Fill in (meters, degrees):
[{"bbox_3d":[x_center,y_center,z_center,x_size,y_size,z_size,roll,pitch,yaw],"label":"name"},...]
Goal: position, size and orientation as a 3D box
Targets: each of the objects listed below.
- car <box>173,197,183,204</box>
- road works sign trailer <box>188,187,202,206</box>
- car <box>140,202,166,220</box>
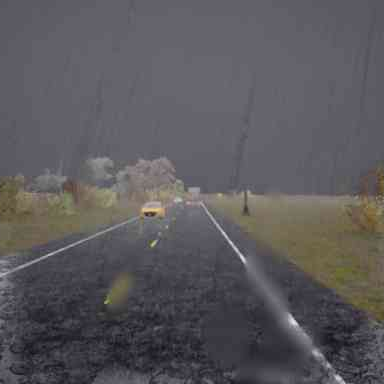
[{"bbox_3d":[-2.960,1.875,71.412,1.812,1.442,4.674,0,0,1],"label":"car"},{"bbox_3d":[0.421,0.789,61.490,2.380,3.560,2.880,0,0,0],"label":"road works sign trailer"},{"bbox_3d":[-3.488,1.634,30.175,1.882,1.535,5.008,0,0,0],"label":"car"}]
